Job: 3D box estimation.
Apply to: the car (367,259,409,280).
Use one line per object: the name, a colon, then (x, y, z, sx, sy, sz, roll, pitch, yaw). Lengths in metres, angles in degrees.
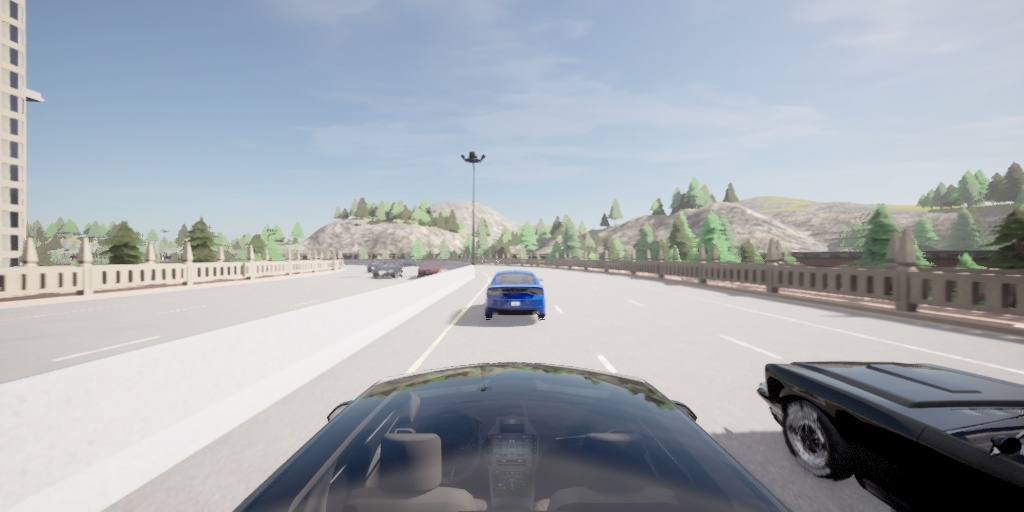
car: (-11.089, 1.269, 32.346, 2.128, 1.511, 4.902, 0, 0, -5)

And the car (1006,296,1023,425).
car: (7.100, 1.242, 1.931, 2.128, 1.511, 4.902, 0, 0, 0)

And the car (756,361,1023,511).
car: (3.600, 1.351, 1.758, 1.895, 1.301, 4.718, 0, 0, 0)

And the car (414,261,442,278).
car: (-7.738, 1.258, 34.092, 1.882, 1.535, 5.008, 0, 0, -7)

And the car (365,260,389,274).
car: (-16.433, 1.311, 43.759, 2.128, 1.511, 4.902, 0, 0, -13)

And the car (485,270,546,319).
car: (0.102, 1.228, 12.804, 1.882, 1.535, 5.008, 0, 0, 0)
